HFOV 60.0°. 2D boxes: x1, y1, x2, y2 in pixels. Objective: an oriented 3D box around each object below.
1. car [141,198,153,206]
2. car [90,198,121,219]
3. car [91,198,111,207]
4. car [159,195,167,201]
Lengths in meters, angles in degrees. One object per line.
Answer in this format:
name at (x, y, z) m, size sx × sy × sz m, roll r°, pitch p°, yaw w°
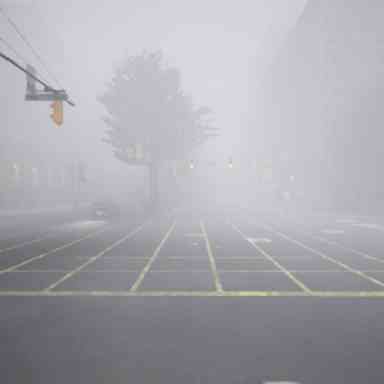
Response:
car at (-7.513, 1.681, 56.686) m, size 1.994 × 1.385 × 4.181 m, roll 0°, pitch 0°, yaw 0°
car at (-7.736, 1.596, 30.183) m, size 2.128 × 1.511 × 4.902 m, roll 0°, pitch 0°, yaw 0°
car at (-14.295, 1.689, 52.723) m, size 1.895 × 1.301 × 4.718 m, roll 0°, pitch 0°, yaw 0°
car at (-7.307, 1.461, 81.518) m, size 2.097 × 1.767 × 4.553 m, roll 0°, pitch 0°, yaw 0°
